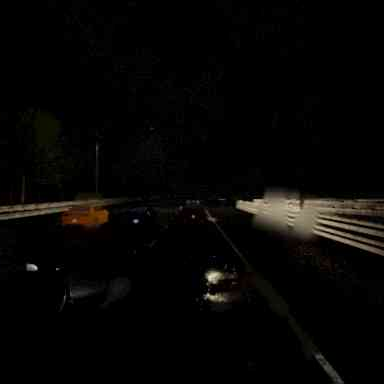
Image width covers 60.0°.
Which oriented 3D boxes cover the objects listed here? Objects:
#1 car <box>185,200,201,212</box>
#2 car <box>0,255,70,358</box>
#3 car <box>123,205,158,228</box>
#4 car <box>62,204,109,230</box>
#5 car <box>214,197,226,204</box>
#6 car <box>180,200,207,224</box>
[{"bbox_3d":[0.094,1.725,42.374,1.895,1.301,4.718,0,0,0],"label":"car"},{"bbox_3d":[-3.403,1.585,4.896,1.994,1.385,4.181,0,0,0],"label":"car"},{"bbox_3d":[-3.406,1.605,22.520,1.812,1.442,4.674,0,0,0],"label":"car"},{"bbox_3d":[-6.906,1.555,22.032,1.882,1.535,5.008,0,0,0],"label":"car"},{"bbox_3d":[5.830,1.712,69.184,2.128,1.511,4.902,0,-1,-8],"label":"car"},{"bbox_3d":[0.096,1.564,25.607,1.882,1.535,5.008,0,0,0],"label":"car"}]
